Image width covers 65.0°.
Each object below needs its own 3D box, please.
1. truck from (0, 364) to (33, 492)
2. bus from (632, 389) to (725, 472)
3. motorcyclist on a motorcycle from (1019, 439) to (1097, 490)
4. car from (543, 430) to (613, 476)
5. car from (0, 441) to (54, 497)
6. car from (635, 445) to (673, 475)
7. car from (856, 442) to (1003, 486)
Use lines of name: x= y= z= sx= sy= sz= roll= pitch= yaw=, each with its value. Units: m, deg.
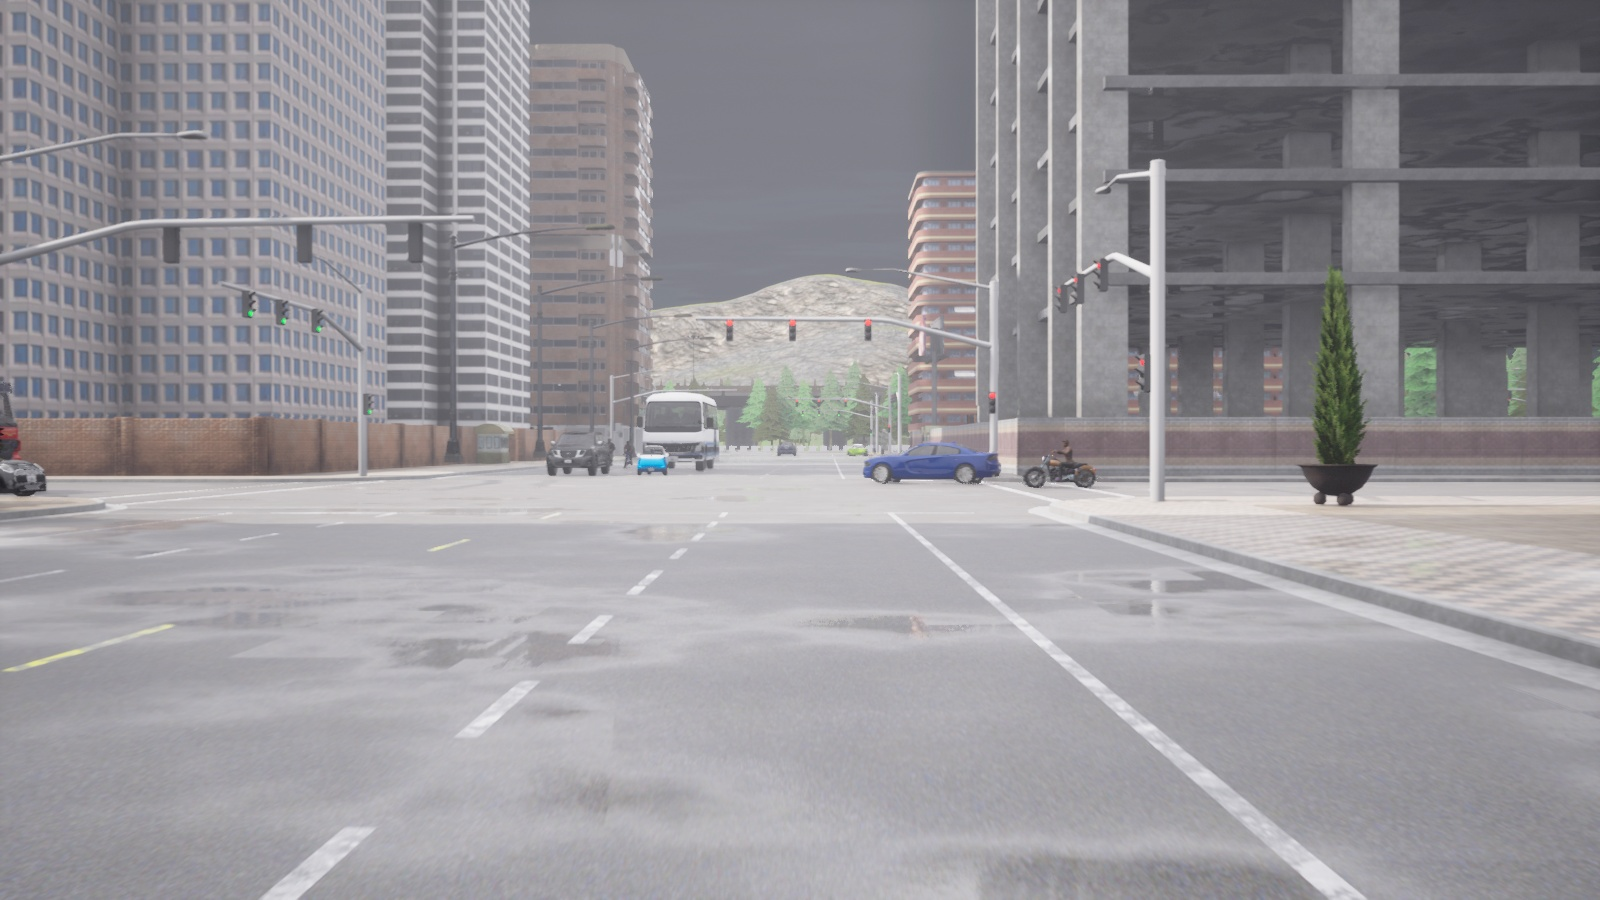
truck: x=-28.168 y=-0.654 z=37.767 sx=8.468 sy=3.827 sz=2.891 roll=0 pitch=0 yaw=1
bus: x=-6.578 y=-1.029 z=69.921 sx=3.944 sy=4.253 sz=10.273 roll=0 pitch=0 yaw=1
motorcyclist on a motorcycle: x=8.375 y=0.474 z=40.825 sx=2.350 sy=1.649 sz=0.766 roll=0 pitch=0 yaw=1
car: x=-10.313 y=0.126 z=58.781 sx=2.150 sy=2.045 sz=5.566 roll=0 pitch=0 yaw=1
car: x=-22.821 y=0.501 z=34.207 sx=3.806 sy=1.475 sz=1.970 roll=0 pitch=0 yaw=1
car: x=-6.816 y=0.466 z=58.610 sx=1.481 sy=1.376 sz=2.207 roll=0 pitch=0 yaw=1
car: x=4.701 y=0.471 z=45.544 sx=5.008 sy=1.535 sz=1.882 roll=0 pitch=1 yaw=19
